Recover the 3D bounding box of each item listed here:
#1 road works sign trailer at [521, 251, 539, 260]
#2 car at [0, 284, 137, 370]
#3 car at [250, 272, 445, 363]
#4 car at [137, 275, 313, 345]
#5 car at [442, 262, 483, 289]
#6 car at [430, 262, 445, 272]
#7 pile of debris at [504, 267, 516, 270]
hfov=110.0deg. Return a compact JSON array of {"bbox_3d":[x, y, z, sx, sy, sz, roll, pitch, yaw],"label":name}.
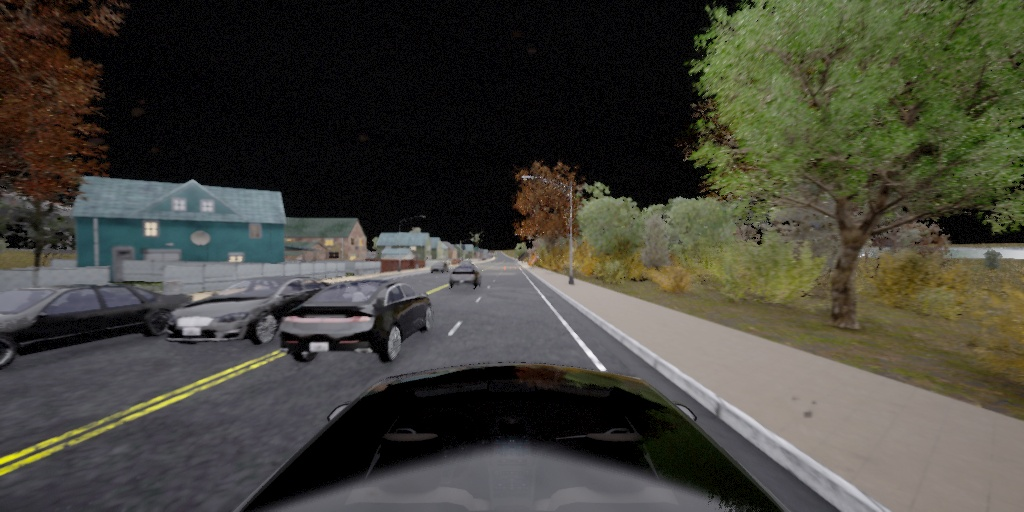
[{"bbox_3d":[3.820,-1.474,64.676,2.380,3.560,2.880,0,0,34],"label":"road works sign trailer"},{"bbox_3d":[-9.851,1.345,7.827,2.033,1.411,5.357,0,0,0],"label":"car"},{"bbox_3d":[-3.150,1.293,8.285,2.128,1.511,4.902,0,0,0],"label":"car"},{"bbox_3d":[-6.600,1.305,9.836,2.128,1.511,4.902,0,0,0],"label":"car"},{"bbox_3d":[-3.150,1.423,24.966,2.128,1.511,4.902,0,0,0],"label":"car"},{"bbox_3d":[-9.821,1.608,48.820,1.837,1.490,4.892,0,0,0],"label":"car"},{"bbox_3d":[-0.004,2.372,63.823,1.860,0.140,1.500,0,0,0],"label":"pile of debris"}]
